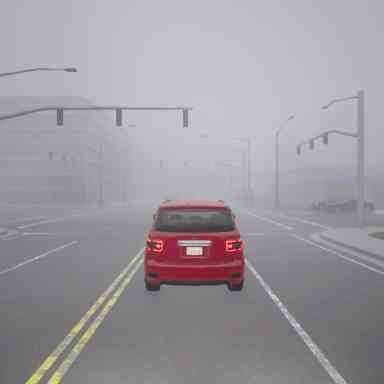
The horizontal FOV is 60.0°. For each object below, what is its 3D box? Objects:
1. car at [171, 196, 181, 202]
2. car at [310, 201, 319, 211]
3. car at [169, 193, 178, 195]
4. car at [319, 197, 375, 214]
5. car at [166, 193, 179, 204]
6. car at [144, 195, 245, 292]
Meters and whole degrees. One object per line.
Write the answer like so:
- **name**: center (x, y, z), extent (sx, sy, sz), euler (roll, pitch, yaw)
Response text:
- **car**: center (-3.605, 1.552, 74.093), extent (1.994, 1.385, 4.181), euler (0, 0, 0)
- **car**: center (16.103, 1.352, 38.586), extent (4.553, 1.767, 2.097), euler (0, 0, 0)
- **car**: center (-3.667, 1.352, 54.633), extent (2.097, 1.767, 4.553), euler (0, 0, 0)
- **car**: center (16.562, 1.478, 35.079), extent (5.008, 1.535, 1.882), euler (0, 0, 0)
- **car**: center (-3.641, 1.221, 64.226), extent (2.150, 2.045, 5.566), euler (0, 0, 0)
- **car**: center (0.060, 1.222, 9.049), extent (2.150, 2.045, 5.566), euler (0, 0, 0)
